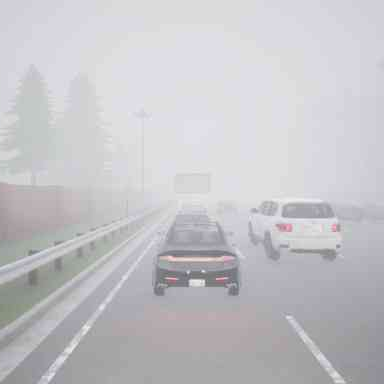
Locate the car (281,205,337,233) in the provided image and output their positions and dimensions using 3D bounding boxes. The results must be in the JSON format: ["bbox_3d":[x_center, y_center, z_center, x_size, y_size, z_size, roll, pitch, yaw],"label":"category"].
[{"bbox_3d":[7.085,1.564,20.612,1.994,1.385,4.181,0,0,0],"label":"car"}]

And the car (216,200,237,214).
[{"bbox_3d":[3.574,1.547,35.202,2.033,1.411,5.357,0,0,0],"label":"car"}]

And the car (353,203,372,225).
[{"bbox_3d":[10.583,1.492,24.239,2.128,1.511,4.902,0,0,0],"label":"car"}]

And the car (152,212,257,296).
[{"bbox_3d":[0.094,1.491,8.660,2.128,1.511,4.902,0,0,0],"label":"car"}]

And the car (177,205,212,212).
[{"bbox_3d":[0.115,1.474,19.079,1.882,1.535,5.008,0,0,4],"label":"car"}]

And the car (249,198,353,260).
[{"bbox_3d":[3.591,1.224,12.571,2.150,2.045,5.566,0,0,0],"label":"car"}]

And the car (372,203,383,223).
[{"bbox_3d":[14.081,1.564,25.803,1.994,1.385,4.181,0,0,0],"label":"car"}]

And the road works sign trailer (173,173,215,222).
[{"bbox_3d":[0.056,0.464,22.999,2.380,3.560,2.880,0,0,-2],"label":"road works sign trailer"}]
